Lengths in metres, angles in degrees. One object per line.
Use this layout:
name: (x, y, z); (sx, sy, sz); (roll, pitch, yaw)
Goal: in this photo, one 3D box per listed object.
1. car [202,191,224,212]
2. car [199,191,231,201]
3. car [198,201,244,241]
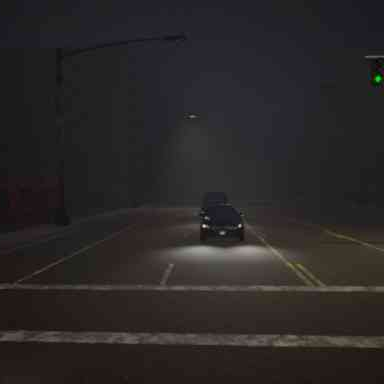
car: (2.253, 0.938, 36.451); (2.150, 2.045, 5.566); (-1, 0, 3)
car: (1.789, 0.970, 25.924); (2.150, 2.045, 5.566); (-1, 0, 4)
car: (1.311, 1.335, 15.474); (1.812, 1.442, 4.674); (0, 0, 3)
